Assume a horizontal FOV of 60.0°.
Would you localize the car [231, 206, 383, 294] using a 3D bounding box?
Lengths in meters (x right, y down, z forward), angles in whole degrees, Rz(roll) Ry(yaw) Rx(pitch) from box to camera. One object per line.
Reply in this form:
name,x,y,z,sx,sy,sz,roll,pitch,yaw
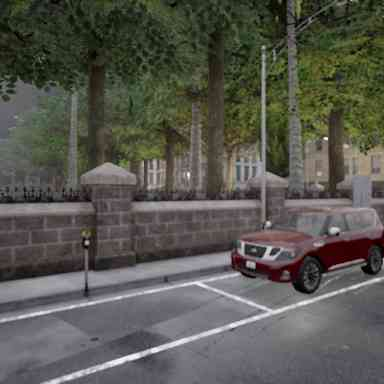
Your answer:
car,3.367,1.342,9.028,5.009,1.841,2.192,0,0,-36
